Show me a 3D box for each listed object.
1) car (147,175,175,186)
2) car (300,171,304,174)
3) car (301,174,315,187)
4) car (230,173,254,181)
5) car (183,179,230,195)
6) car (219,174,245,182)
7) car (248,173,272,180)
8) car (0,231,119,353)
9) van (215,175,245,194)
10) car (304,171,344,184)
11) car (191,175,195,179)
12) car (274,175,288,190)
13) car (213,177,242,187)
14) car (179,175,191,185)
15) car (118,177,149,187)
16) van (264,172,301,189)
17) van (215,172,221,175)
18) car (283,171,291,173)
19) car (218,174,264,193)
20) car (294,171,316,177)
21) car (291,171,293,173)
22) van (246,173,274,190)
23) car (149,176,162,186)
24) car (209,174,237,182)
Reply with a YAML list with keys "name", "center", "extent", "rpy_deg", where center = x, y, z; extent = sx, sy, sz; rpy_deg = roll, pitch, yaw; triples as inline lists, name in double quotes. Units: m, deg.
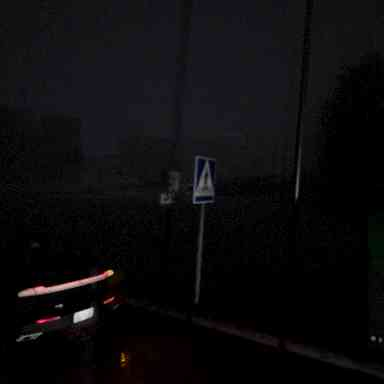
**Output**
- name: "car"
  center: [-5.431, -2.098, 58.437]
  extent: [4.553, 1.767, 2.185]
  rpy_deg: [2, 6, 31]
- name: "car"
  center: [24.491, -4.231, 82.107]
  extent: [4.674, 1.452, 2.002]
  rpy_deg: [2, 5, 32]
- name: "car"
  center: [18.609, -1.666, 55.104]
  extent: [4.892, 1.521, 2.231]
  rpy_deg: [4, 8, 33]
- name: "car"
  center: [10.684, -3.190, 71.232]
  extent: [4.792, 1.488, 2.163]
  rpy_deg: [2, 5, 32]
- name: "car"
  center: [1.778, -0.438, 42.586]
  extent: [5.008, 1.535, 2.097]
  rpy_deg: [4, 7, 33]
- name: "car"
  center: [8.353, -3.044, 69.436]
  extent: [5.008, 1.535, 2.097]
  rpy_deg: [2, 5, 32]
- name: "car"
  center: [15.267, -3.573, 74.867]
  extent: [4.892, 1.521, 2.231]
  rpy_deg: [2, 6, 32]
- name: "car"
  center: [-3.421, 1.460, 5.979]
  extent: [4.902, 1.511, 2.128]
  rpy_deg: [0, 0, 37]
- name: "van"
  center: [4.284, -0.830, 44.281]
  extent: [4.442, 1.987, 1.878]
  rpy_deg: [4, 7, 33]
- name: "car"
  center: [23.422, -2.273, 58.704]
  extent: [5.566, 2.045, 2.435]
  rpy_deg: [4, 7, 32]
- name: "car"
  center: [-0.823, -2.456, 62.105]
  extent: [4.553, 1.767, 2.185]
  rpy_deg: [2, 6, 31]
- name: "car"
  center: [11.373, -1.266, 49.728]
  extent: [4.553, 1.767, 2.185]
  rpy_deg: [4, 7, 33]
- name: "car"
  center: [6.020, -1.731, 56.451]
  extent: [4.674, 1.442, 1.812]
  rpy_deg: [-3, 6, -28]
- name: "car"
  center: [-3.177, -2.125, 60.317]
  extent: [4.792, 1.488, 2.163]
  rpy_deg: [2, 6, 31]
- name: "car"
  center: [-10.059, -1.577, 54.799]
  extent: [4.674, 1.452, 2.002]
  rpy_deg: [2, 5, 31]
- name: "van"
  center: [13.904, -1.532, 51.429]
  extent: [4.442, 1.987, 1.878]
  rpy_deg: [4, 7, 33]
- name: "van"
  center: [3.658, -2.918, 65.834]
  extent: [4.442, 1.987, 1.878]
  rpy_deg: [2, 6, 31]
- name: "car"
  center: [19.878, -3.927, 78.482]
  extent: [5.008, 1.535, 2.097]
  rpy_deg: [2, 6, 32]
- name: "car"
  center: [6.562, -1.039, 46.136]
  extent: [5.566, 2.045, 2.435]
  rpy_deg: [4, 8, 33]
- name: "car"
  center: [29.114, -4.593, 85.696]
  extent: [5.008, 1.535, 2.097]
  rpy_deg: [3, 6, 32]
- name: "car"
  center: [22.204, -4.224, 80.263]
  extent: [4.553, 1.767, 2.185]
  rpy_deg: [2, 6, 32]
- name: "van"
  center: [8.893, -1.195, 47.971]
  extent: [4.442, 1.987, 1.878]
  rpy_deg: [4, 8, 33]
- name: "car"
  center: [-7.730, -1.765, 56.621]
  extent: [4.792, 1.488, 2.163]
  rpy_deg: [2, 5, 31]
- name: "car"
  center: [6.218, -2.863, 67.515]
  extent: [5.366, 1.575, 1.946]
  rpy_deg: [2, 5, 32]
